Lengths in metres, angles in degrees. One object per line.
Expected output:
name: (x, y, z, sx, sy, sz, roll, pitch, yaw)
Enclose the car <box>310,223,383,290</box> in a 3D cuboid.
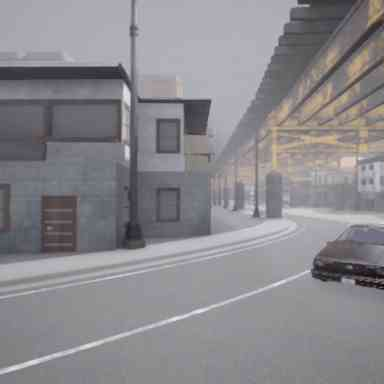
car: (5.180, 1.611, 9.354, 2.033, 1.411, 5.357, -1, -1, 41)
